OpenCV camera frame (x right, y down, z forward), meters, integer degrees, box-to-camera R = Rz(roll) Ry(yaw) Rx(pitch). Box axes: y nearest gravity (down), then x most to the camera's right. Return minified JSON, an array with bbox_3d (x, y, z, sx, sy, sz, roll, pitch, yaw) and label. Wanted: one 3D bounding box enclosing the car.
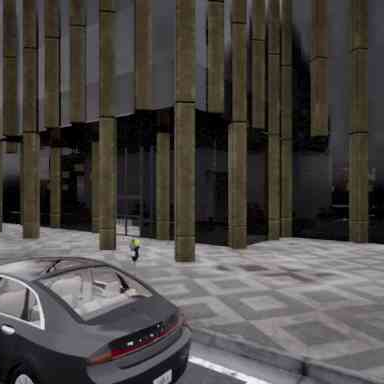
[{"bbox_3d":[-2.057,1.556,4.416,4.403,1.369,2.008,0,0,35],"label":"car"}]
